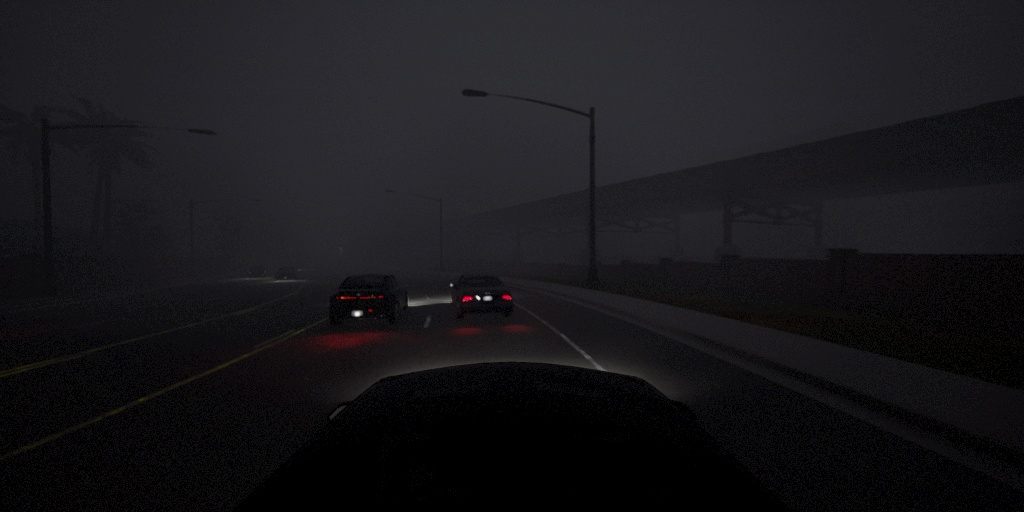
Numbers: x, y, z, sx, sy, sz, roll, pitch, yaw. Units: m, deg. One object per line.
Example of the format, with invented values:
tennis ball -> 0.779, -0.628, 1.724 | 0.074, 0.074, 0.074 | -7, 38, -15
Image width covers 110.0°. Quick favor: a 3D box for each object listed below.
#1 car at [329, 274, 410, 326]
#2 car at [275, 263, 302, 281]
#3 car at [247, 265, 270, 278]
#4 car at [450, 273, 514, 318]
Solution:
car -> -4.683, 1.335, 12.190 | 1.837, 1.490, 4.892 | 0, 0, -11
car -> -23.404, 1.750, 37.364 | 2.033, 1.411, 5.357 | -1, 0, -29
car -> -30.930, 1.823, 43.871 | 1.882, 1.535, 5.008 | -1, 0, -28
car -> -1.249, 1.343, 13.282 | 2.033, 1.411, 5.357 | -1, 0, -12
